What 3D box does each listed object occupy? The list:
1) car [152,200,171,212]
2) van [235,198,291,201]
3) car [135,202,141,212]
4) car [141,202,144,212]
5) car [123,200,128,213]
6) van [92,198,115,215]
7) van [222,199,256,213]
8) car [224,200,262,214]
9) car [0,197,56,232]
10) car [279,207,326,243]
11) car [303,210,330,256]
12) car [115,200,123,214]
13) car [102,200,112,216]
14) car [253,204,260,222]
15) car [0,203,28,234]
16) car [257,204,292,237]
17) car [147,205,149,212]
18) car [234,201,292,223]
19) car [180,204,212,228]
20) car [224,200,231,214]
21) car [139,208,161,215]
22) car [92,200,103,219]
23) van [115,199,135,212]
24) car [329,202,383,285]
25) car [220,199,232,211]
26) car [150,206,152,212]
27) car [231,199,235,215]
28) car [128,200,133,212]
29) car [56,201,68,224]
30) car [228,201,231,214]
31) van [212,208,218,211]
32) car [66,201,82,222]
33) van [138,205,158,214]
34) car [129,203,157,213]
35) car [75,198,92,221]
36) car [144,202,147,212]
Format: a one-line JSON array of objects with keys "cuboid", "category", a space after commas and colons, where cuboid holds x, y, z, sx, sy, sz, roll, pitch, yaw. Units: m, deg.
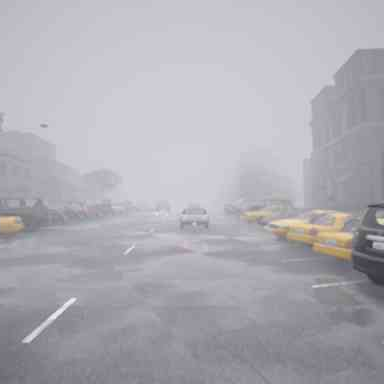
[{"cuboid": [-4.603, 2.217, 53.781, 2.150, 2.045, 5.566, 0, -3, 1], "category": "car"}, {"cuboid": [6.406, 1.516, 28.745, 4.442, 1.987, 1.878, 1, -1, -19], "category": "van"}, {"cuboid": [-11.051, 2.403, 52.125, 5.008, 1.535, 2.097, 0, -3, -19], "category": "car"}, {"cuboid": [-11.007, 2.551, 55.048, 4.892, 1.521, 2.231, 0, -3, -19], "category": "car"}, {"cuboid": [-11.163, 2.120, 43.346, 4.674, 1.452, 2.002, 0, -2, -19], "category": "car"}, {"cuboid": [-11.335, 1.697, 37.441, 4.442, 1.987, 1.878, 0, -1, -19], "category": "van"}, {"cuboid": [6.587, 1.965, 46.704, 4.442, 1.987, 1.878, 1, -2, -19], "category": "van"}, {"cuboid": [6.693, 1.975, 43.758, 4.553, 1.767, 2.185, 1, -2, -19], "category": "car"}, {"cuboid": [-11.392, 1.340, 19.864, 5.566, 2.045, 2.435, -1, 0, -20], "category": "car"}, {"cuboid": [6.597, 1.546, 13.887, 5.366, 1.575, 1.946, 1, -1, -20], "category": "car"}, {"cuboid": [6.589, 1.525, 10.895, 5.366, 1.575, 1.946, 1, -1, -20], "category": "car"}, {"cuboid": [-11.196, 2.039, 40.409, 4.674, 1.452, 2.002, 0, -2, -19], "category": "car"}, {"cuboid": [-11.259, 1.852, 34.542, 5.008, 1.535, 2.097, 0, -2, -19], "category": "car"}, {"cuboid": [6.424, 1.637, 19.794, 4.792, 1.488, 2.163, 1, 0, -20], "category": "car"}, {"cuboid": [-11.551, 1.554, 16.881, 5.366, 1.575, 1.946, -1, 0, -20], "category": "car"}, {"cuboid": [6.263, 1.567, 16.753, 5.366, 1.575, 1.946, 1, 0, -20], "category": "car"}, {"cuboid": [-10.913, 2.906, 60.886, 4.892, 1.521, 2.231, 0, -4, -19], "category": "car"}, {"cuboid": [6.316, 1.687, 25.726, 5.366, 1.575, 1.946, 1, -1, -19], "category": "car"}, {"cuboid": [0.179, 1.761, 23.351, 1.895, 1.301, 4.718, 0, -1, 0], "category": "car"}, {"cuboid": [6.622, 1.970, 37.773, 4.792, 1.488, 2.163, 1, -2, -19], "category": "car"}, {"cuboid": [-10.608, 4.977, 84.182, 5.366, 1.575, 1.946, 1, -6, -19], "category": "car"}, {"cuboid": [-11.252, 1.818, 31.624, 4.792, 1.488, 2.163, 0, -2, -19], "category": "car"}, {"cuboid": [-11.198, 2.051, 49.167, 4.442, 1.987, 1.878, 0, -2, -19], "category": "van"}, {"cuboid": [6.432, 1.260, 7.853, 5.566, 2.045, 2.435, 1, -1, -20], "category": "car"}, {"cuboid": [6.608, 1.765, 40.743, 5.566, 2.045, 2.435, 1, -1, -19], "category": "car"}, {"cuboid": [-10.793, 3.338, 66.714, 4.892, 1.521, 2.231, 1, -4, -19], "category": "car"}, {"cuboid": [6.507, 1.678, 31.774, 4.553, 1.767, 2.185, 1, -1, -19], "category": "car"}, {"cuboid": [-11.096, 2.199, 46.279, 4.792, 1.488, 2.163, 0, -2, -19], "category": "car"}, {"cuboid": [-11.340, 1.630, 22.806, 4.892, 1.521, 2.231, -1, 0, -20], "category": "car"}, {"cuboid": [6.559, 1.908, 34.769, 4.674, 1.452, 2.002, 1, -2, -19], "category": "car"}, {"cuboid": [7.478, 5.557, 92.430, 4.442, 1.987, 1.878, 3, -6, -18], "category": "van"}, {"cuboid": [-11.320, 1.679, 25.744, 4.892, 1.521, 2.231, -1, -1, -20], "category": "car"}, {"cuboid": [-10.458, 4.195, 78.466, 4.442, 1.987, 1.878, 1, -6, -19], "category": "van"}, {"cuboid": [-10.666, 3.603, 72.592, 5.566, 2.045, 2.435, 1, -6, -19], "category": "car"}, {"cuboid": [-11.274, 1.603, 28.684, 4.553, 1.767, 2.185, 0, -1, -20], "category": "car"}, {"cuboid": [-11.128, 2.713, 57.901, 5.366, 1.575, 1.946, 0, -3, -19], "category": "car"}]
